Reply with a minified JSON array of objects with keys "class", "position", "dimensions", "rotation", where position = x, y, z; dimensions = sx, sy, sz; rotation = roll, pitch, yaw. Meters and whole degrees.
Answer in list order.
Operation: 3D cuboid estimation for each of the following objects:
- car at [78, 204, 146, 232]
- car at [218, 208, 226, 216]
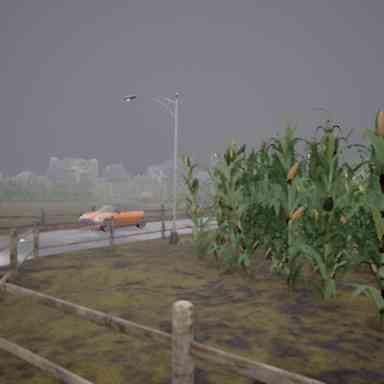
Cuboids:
[{"class":"car","position":[-5.144,1.574,21.854],"dimensions":[2.097,1.767,4.553],"rotation":[1,0,35]},{"class":"car","position":[4.490,2.009,35.670],"dimensions":[1.994,1.385,4.181],"rotation":[1,0,35]}]
